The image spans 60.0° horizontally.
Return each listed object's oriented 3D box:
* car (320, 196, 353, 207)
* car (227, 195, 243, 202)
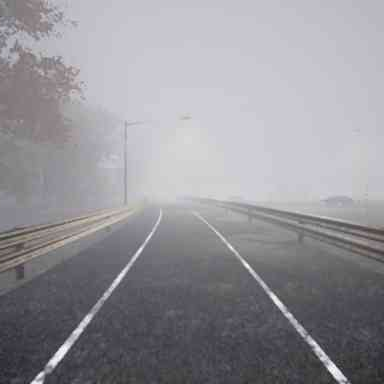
[{"bbox_3d":[20.989,1.289,48.429,1.837,1.490,4.892,0,0,-24],"label":"car"},{"bbox_3d":[9.516,1.463,73.989,1.837,1.490,4.892,0,0,-24],"label":"car"}]
